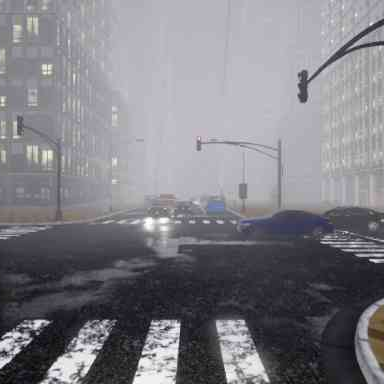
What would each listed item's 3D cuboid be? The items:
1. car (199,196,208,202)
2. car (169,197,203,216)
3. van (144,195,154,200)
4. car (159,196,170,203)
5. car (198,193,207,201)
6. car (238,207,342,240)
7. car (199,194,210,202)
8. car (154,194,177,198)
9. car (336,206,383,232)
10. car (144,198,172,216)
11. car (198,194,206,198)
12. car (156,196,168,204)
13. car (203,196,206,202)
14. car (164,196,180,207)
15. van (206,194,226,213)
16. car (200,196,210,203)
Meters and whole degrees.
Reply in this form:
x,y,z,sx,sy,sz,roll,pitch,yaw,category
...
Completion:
x,y,z,sx,sy,sz,roll,pitch,yaw,category
2.755,1.561,80.225,1.947,1.339,4.313,0,0,0,car
-0.489,1.547,32.524,2.033,1.411,5.357,0,0,8,car
-5.757,1.340,47.022,1.690,1.788,3.998,0,0,0,van
-5.670,1.548,69.178,2.008,1.369,4.403,0,0,0,car
2.778,1.309,85.764,2.192,1.841,5.009,0,0,0,car
4.638,1.568,16.644,4.674,1.442,1.812,1,0,-1,car
2.733,1.311,74.685,2.192,1.841,5.009,0,0,0,car
-3.179,1.221,42.925,2.150,2.045,5.566,0,0,1,car
9.133,1.608,20.209,4.892,1.490,1.837,0,0,2,car
-3.226,1.600,32.880,1.895,1.301,4.718,0,0,0,car
2.689,1.313,63.606,2.192,1.841,5.009,0,0,0,car
-5.692,1.564,63.639,1.947,1.339,4.313,0,0,0,car
2.623,1.544,41.452,1.887,1.381,4.507,0,0,0,car
-3.138,1.491,53.229,2.128,1.511,4.902,0,0,0,car
2.692,1.340,35.914,1.690,1.788,3.998,0,0,0,van
2.710,1.542,69.145,1.887,1.381,4.507,0,0,0,car
